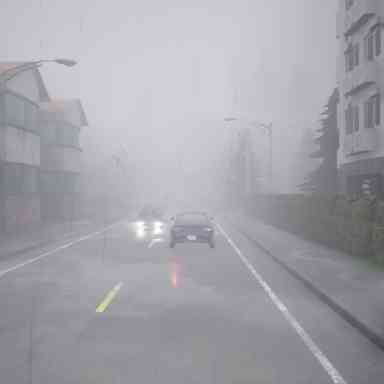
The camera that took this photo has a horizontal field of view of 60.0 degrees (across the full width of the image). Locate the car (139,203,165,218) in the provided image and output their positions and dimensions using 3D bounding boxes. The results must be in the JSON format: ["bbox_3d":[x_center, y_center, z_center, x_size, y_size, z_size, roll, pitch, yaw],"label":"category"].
[{"bbox_3d":[-3.500,1.654,29.580,1.895,1.301,4.718,0,0,0],"label":"car"}]

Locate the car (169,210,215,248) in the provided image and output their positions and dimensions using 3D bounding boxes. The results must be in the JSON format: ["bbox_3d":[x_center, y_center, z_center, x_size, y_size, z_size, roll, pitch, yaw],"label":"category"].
[{"bbox_3d":[0.000,1.532,14.650,1.812,1.442,4.674,0,0,0],"label":"car"}]
